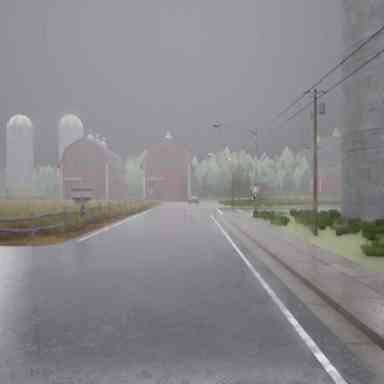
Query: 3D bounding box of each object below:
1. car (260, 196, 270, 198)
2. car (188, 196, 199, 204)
[{"bbox_3d":[17.828,1.619,81.190,4.718,1.301,1.895,0,0,-3],"label":"car"},{"bbox_3d":[0.318,1.544,64.211,1.812,1.442,4.674,0,0,2],"label":"car"}]
